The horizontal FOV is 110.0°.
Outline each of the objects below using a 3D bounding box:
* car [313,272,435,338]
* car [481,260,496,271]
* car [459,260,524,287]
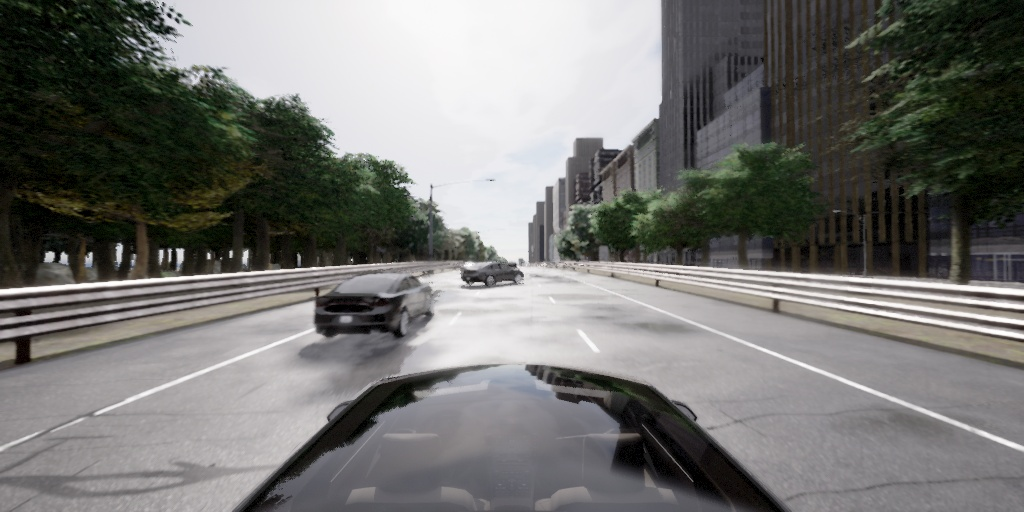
[{"bbox_3d":[-3.501,1.172,10.046,1.882,1.535,5.008,0,0,0],"label":"car"},{"bbox_3d":[-3.518,1.378,54.255,1.801,1.575,5.366,0,-1,0],"label":"car"},{"bbox_3d":[-1.176,1.166,23.921,1.837,1.490,4.892,0,0,39],"label":"car"}]
